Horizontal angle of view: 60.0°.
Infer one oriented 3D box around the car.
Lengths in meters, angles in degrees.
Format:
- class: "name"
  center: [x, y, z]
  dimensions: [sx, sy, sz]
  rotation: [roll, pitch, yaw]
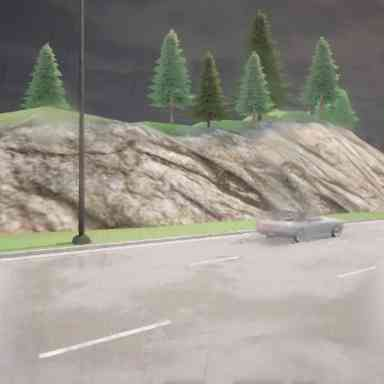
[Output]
- class: "car"
  center: [5.366, 1.600, 16.192]
  dimensions: [4.718, 1.301, 1.895]
  rotation: [0, 0, -36]
